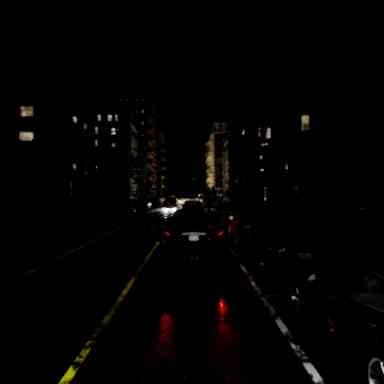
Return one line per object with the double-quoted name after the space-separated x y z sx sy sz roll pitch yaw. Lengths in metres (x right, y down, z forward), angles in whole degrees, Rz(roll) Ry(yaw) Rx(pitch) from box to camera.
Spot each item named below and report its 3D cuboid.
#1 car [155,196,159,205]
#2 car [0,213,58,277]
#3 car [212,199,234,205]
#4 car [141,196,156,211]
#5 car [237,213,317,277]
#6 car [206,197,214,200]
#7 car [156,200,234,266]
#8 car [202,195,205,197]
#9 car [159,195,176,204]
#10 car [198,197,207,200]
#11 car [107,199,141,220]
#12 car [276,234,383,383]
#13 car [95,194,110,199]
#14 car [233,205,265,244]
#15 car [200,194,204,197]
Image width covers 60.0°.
-5.807 1.366 50.129 1.967 1.590 4.097 0 0 0 "car"
-5.680 1.424 10.000 1.967 1.590 4.097 1 0 0 "car"
2.761 1.483 26.461 1.752 1.417 4.829 0 0 0 "car"
-5.802 1.491 39.310 2.008 1.369 4.403 1 0 0 "car"
2.699 1.550 9.998 1.947 1.339 4.313 1 0 0 "car"
2.802 1.497 34.682 2.008 1.369 4.403 0 0 0 "car"
0.069 1.332 11.632 2.097 1.767 4.553 0 0 0 "car"
2.832 1.507 51.229 1.802 1.307 4.206 0 0 0 "car"
-3.080 1.421 47.285 2.128 1.511 4.902 0 0 0 "car"
0.080 1.433 28.467 1.882 1.535 5.008 0 0 0 "car"
-5.749 1.481 28.074 1.752 1.417 4.829 1 0 0 "car"
2.698 1.559 4.465 1.947 1.339 4.313 1 0 0 "car"
-19.989 1.062 73.568 4.507 1.381 1.887 1 -2 -1 "car"
2.707 1.520 15.225 1.887 1.381 4.507 1 0 0 "car"
2.832 1.460 60.230 1.887 1.381 4.507 0 0 0 "car"
